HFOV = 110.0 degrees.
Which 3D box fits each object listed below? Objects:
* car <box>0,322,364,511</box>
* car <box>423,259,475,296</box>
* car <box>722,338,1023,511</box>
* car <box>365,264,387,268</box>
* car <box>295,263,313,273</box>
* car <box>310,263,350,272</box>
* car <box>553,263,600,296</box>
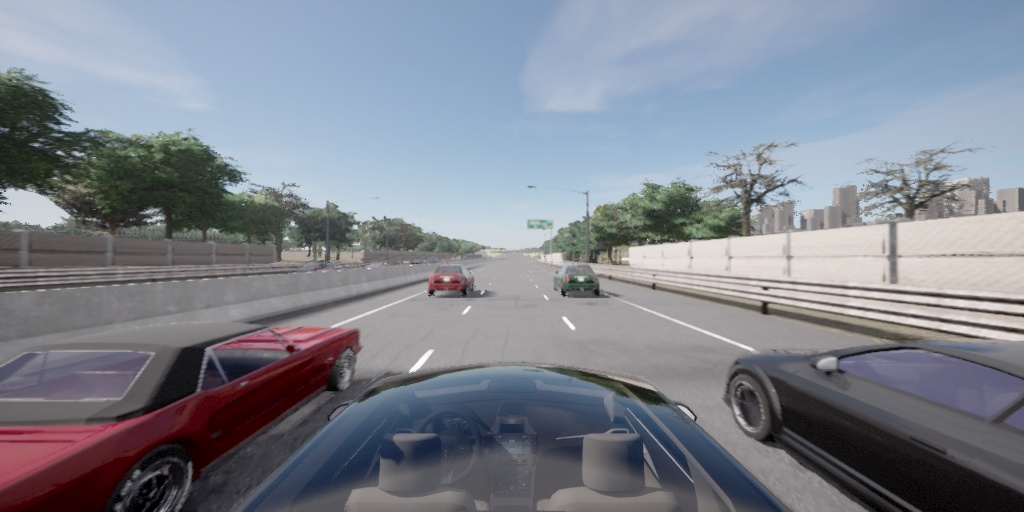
[{"bbox_3d":[-3.399,1.370,3.873,1.895,1.301,4.718,0,0,0],"label":"car"},{"bbox_3d":[-3.398,1.252,20.798,2.097,1.767,4.553,0,0,0],"label":"car"},{"bbox_3d":[3.600,1.323,2.747,1.994,1.385,4.181,0,0,0],"label":"car"},{"bbox_3d":[-14.080,1.524,37.275,1.812,1.442,4.674,0,0,0],"label":"car"},{"bbox_3d":[-21.076,1.507,38.342,1.837,1.490,4.892,0,0,0],"label":"car"},{"bbox_3d":[-17.585,1.591,35.678,1.895,1.301,4.718,0,0,0],"label":"car"},{"bbox_3d":[3.601,1.252,20.808,2.097,1.767,4.553,0,0,0],"label":"car"}]
